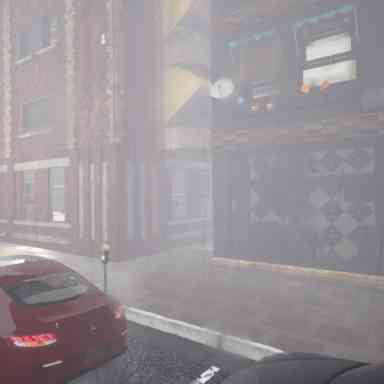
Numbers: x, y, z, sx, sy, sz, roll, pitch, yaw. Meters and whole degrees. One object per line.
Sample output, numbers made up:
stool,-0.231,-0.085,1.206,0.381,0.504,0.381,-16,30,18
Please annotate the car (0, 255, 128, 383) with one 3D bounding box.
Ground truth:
car,-2.730,1.583,4.783,4.206,1.307,1.802,0,-1,35

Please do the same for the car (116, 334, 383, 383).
car,1.881,1.566,1.507,4.313,1.339,1.947,0,-1,35
